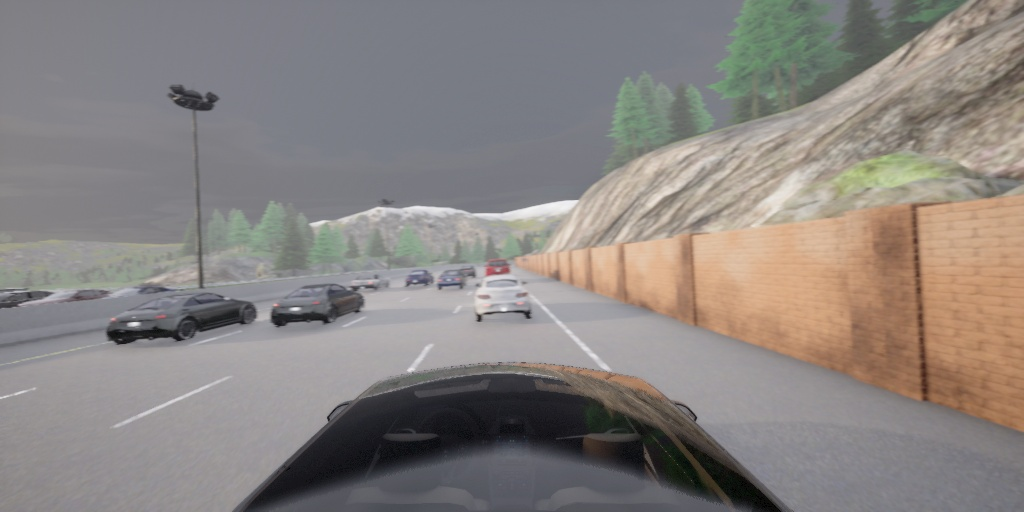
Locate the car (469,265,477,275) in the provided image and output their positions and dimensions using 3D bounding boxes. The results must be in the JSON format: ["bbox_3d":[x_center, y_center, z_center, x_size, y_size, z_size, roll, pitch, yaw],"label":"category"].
[{"bbox_3d":[-5.263,1.882,42.975,2.128,1.511,4.902,-3,0,-3],"label":"car"}]

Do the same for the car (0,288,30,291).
[{"bbox_3d":[-28.917,2.822,20.747,1.837,1.490,4.892,-3,0,-3],"label":"car"}]

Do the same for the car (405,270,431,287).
[{"bbox_3d":[-8.261,1.960,32.307,1.812,1.442,4.674,-3,-1,-3],"label":"car"}]

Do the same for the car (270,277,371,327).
[{"bbox_3d":[-7.408,1.785,14.088,1.994,1.385,4.181,-3,-1,-3],"label":"car"}]

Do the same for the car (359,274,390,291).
[{"bbox_3d":[-11.642,2.174,29.841,1.895,1.301,4.718,-3,-1,-3],"label":"car"}]

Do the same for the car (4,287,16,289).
[{"bbox_3d":[-32.487,2.854,22.117,2.097,1.767,4.553,-3,-1,-3],"label":"car"}]

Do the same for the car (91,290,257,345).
[{"bbox_3d":[-10.817,1.931,12.184,1.994,1.385,4.181,-3,-1,-3],"label":"car"}]

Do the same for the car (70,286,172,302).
[{"bbox_3d":[-21.914,2.509,20.937,1.812,1.442,4.674,-3,-1,-3],"label":"car"}]

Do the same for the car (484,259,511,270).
[{"bbox_3d":[-1.265,1.317,32.069,2.150,2.045,5.566,-3,-1,-3],"label":"car"}]

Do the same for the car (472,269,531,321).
[{"bbox_3d":[-0.368,1.401,13.212,1.812,1.442,4.674,-3,-1,-3],"label":"car"}]

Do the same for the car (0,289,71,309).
[{"bbox_3d":[-25.407,2.675,20.792,1.812,1.442,4.674,-3,-1,-3],"label":"car"}]

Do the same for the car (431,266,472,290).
[{"bbox_3d":[-4.539,1.758,27.553,2.033,1.411,5.357,-3,-1,-3],"label":"car"}]
